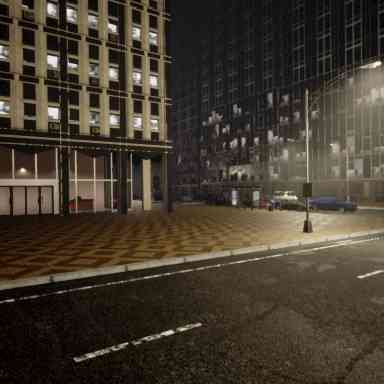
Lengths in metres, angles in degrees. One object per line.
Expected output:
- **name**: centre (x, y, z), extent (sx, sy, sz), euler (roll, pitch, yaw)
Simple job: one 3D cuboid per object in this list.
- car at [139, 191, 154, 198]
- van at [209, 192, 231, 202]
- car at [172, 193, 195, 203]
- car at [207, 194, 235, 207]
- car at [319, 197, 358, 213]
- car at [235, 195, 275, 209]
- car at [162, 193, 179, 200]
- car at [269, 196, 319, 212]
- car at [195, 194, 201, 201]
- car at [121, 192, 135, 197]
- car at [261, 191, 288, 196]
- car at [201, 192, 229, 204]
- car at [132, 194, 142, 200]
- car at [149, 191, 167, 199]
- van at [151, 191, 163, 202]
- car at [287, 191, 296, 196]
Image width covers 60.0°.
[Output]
- **car**: centre (-11.228, 0.685, 82.259), extent (1.967, 1.590, 4.097), euler (0, 1, -35)
- **van**: centre (4.893, 0.855, 58.855), extent (1.690, 1.788, 3.998), euler (0, 1, -35)
- **car**: centre (-1.924, 1.098, 58.629), extent (1.812, 1.442, 4.674), euler (-1, 1, -34)
- **car**: centre (4.395, 1.319, 44.716), extent (1.947, 1.339, 4.313), euler (0, 1, -35)
- **car**: centre (14.577, 1.317, 34.577), extent (1.882, 1.535, 5.008), euler (-1, 1, -35)
- **car**: centre (7.571, 1.388, 40.003), extent (1.802, 1.307, 4.206), euler (0, 1, -35)
- **car**: centre (-4.779, 0.935, 72.901), extent (1.802, 1.307, 4.206), euler (0, 1, -35)
- **car**: centre (10.781, 1.424, 35.310), extent (1.947, 1.339, 4.313), euler (0, 1, -35)
- **car**: centre (1.669, 1.043, 63.539), extent (1.802, 1.307, 4.206), euler (0, 1, -35)
- **car**: centre (-17.676, 0.688, 91.622), extent (2.008, 1.369, 4.403), euler (0, 1, -35)
- **car**: centre (9.381, 1.108, 42.121), extent (2.097, 1.767, 4.553), euler (-1, 1, -34)
- **car**: centre (3.878, 1.020, 50.124), extent (2.097, 1.767, 4.553), euler (-1, 1, -34)
- **car**: centre (-11.681, 1.039, 68.147), extent (2.008, 1.369, 4.403), euler (0, 1, -35)
- **car**: centre (-8.004, 0.614, 77.578), extent (2.192, 1.841, 5.009), euler (0, 1, -35)
- **van**: centre (-5.232, 0.937, 58.784), extent (1.690, 1.788, 3.998), euler (0, 1, -35)
- **car**: centre (11.506, 0.917, 44.670), extent (2.150, 2.045, 5.566), euler (-1, 1, -35)
